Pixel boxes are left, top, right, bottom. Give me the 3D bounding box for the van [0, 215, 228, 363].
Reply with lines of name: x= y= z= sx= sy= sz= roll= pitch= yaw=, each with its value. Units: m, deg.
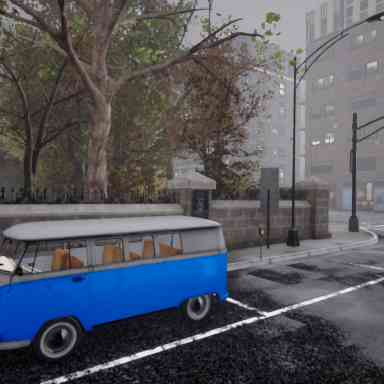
van: x=-1.246 y=1.342 z=5.601 sx=3.998 sy=1.788 sz=1.690 roll=0 pitch=1 yaw=-35
